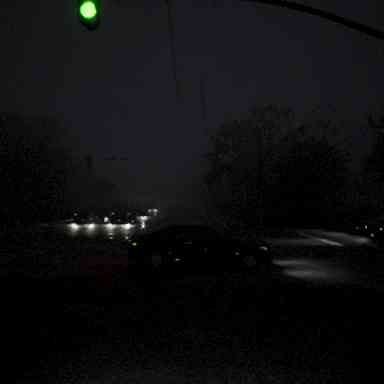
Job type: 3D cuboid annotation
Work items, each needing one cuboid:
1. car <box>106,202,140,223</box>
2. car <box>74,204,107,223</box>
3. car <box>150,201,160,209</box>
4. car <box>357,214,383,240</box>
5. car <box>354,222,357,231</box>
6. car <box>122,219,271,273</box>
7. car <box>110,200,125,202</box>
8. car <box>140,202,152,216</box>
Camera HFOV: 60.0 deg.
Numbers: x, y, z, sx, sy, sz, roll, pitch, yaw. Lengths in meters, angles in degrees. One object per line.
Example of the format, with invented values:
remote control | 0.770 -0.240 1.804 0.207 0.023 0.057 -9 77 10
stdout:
car | -7.083 2.229 34.646 2.097 1.767 4.553 0 -1 -1
car | -10.604 2.229 34.658 2.097 1.767 4.553 0 -1 0
car | -7.036 2.344 61.081 2.033 1.411 5.357 0 1 0
car | 11.962 2.029 18.074 4.718 1.301 1.895 0 -2 -1
car | 13.031 2.058 21.594 4.674 1.442 1.812 0 -2 -2
car | 0.212 1.745 10.934 4.674 1.442 1.812 0 -2 1
car | -10.601 2.199 46.386 2.150 2.045 5.566 0 0 -1
car | -7.100 2.507 45.878 1.812 1.442 4.674 0 0 0
